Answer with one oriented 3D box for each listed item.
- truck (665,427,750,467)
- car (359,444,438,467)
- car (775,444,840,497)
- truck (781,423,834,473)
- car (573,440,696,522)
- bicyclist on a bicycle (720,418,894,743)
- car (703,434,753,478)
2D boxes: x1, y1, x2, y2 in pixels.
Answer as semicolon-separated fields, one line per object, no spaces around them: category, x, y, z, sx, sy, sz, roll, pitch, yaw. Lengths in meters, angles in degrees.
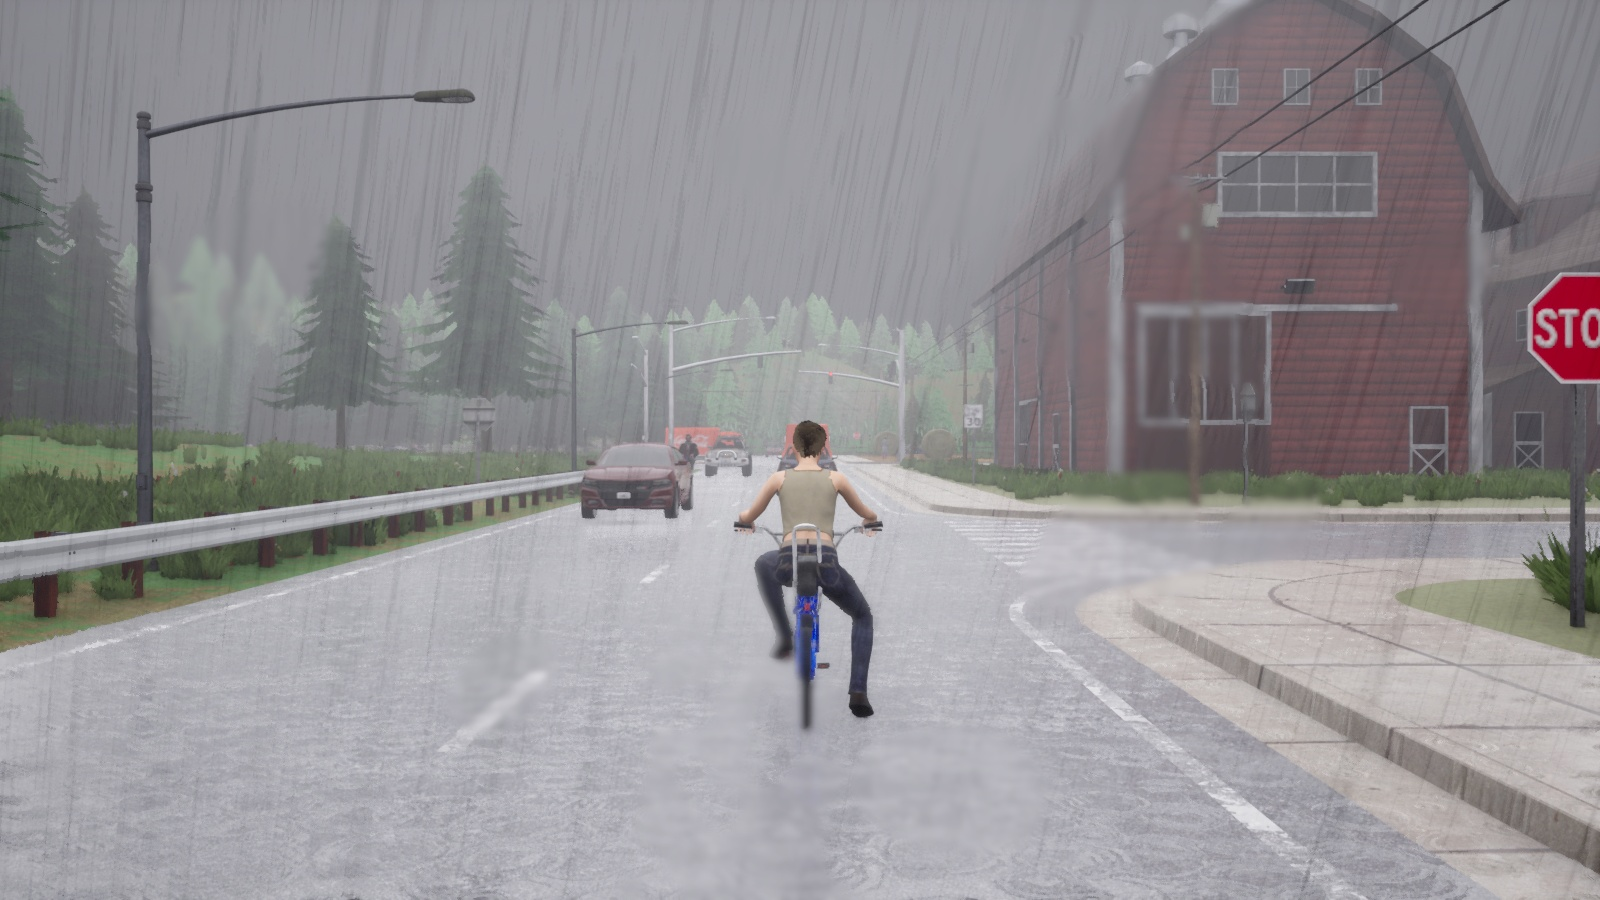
truck;-5.843;-0.213;79.975;5.204;2.467;2.627;0;0;-1
car;-24.549;0.331;76.758;4.181;1.385;1.994;0;0;16
car;0.216;0.551;37.000;1.816;1.474;4.193;0;0;0
truck;0.381;-0.106;64.841;2.627;2.467;5.204;0;0;0
car;-3.337;0.573;26.274;1.882;1.535;5.008;0;0;0
bicyclist on a bicycle;0.045;0.644;6.984;0.866;1.612;1.509;0;0;1
car;-3.169;0.244;56.137;1.932;1.855;4.605;0;0;0
